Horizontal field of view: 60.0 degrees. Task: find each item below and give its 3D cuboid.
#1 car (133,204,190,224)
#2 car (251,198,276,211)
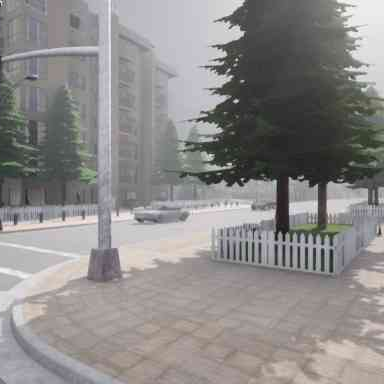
[{"bbox_3d":[-2.160,1.613,24.866,1.895,1.301,4.718,0,0,34],"label":"car"},{"bbox_3d":[8.911,1.540,41.131,1.837,1.490,4.892,0,0,34],"label":"car"}]
